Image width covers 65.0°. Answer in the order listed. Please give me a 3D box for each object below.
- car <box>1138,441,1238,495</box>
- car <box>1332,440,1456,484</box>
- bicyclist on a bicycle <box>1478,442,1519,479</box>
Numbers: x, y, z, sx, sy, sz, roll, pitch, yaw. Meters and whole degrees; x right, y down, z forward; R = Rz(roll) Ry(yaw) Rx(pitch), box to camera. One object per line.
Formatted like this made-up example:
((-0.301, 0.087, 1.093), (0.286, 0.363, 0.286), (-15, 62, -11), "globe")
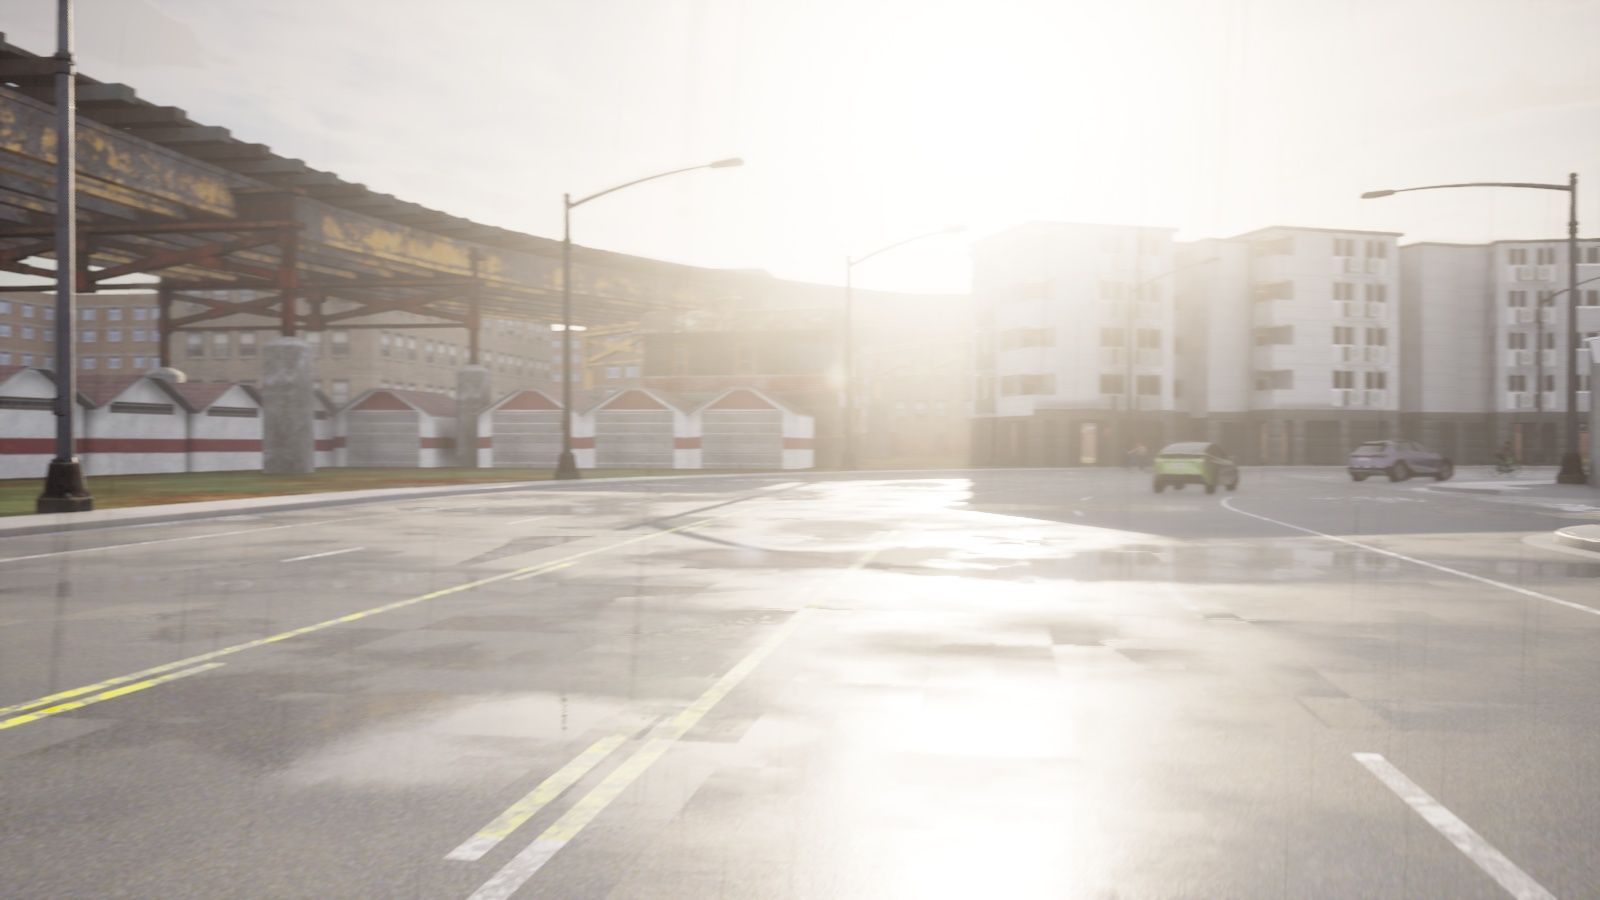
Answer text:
((11.953, 0.504, 38.531), (2.007, 1.525, 4.514), (0, 0, 30), "car")
((23.324, 0.456, 49.266), (4.856, 1.649, 2.033), (0, 0, -31), "car")
((31.299, 0.461, 56.241), (1.656, 1.620, 0.582), (0, 1, -16), "bicyclist on a bicycle")
